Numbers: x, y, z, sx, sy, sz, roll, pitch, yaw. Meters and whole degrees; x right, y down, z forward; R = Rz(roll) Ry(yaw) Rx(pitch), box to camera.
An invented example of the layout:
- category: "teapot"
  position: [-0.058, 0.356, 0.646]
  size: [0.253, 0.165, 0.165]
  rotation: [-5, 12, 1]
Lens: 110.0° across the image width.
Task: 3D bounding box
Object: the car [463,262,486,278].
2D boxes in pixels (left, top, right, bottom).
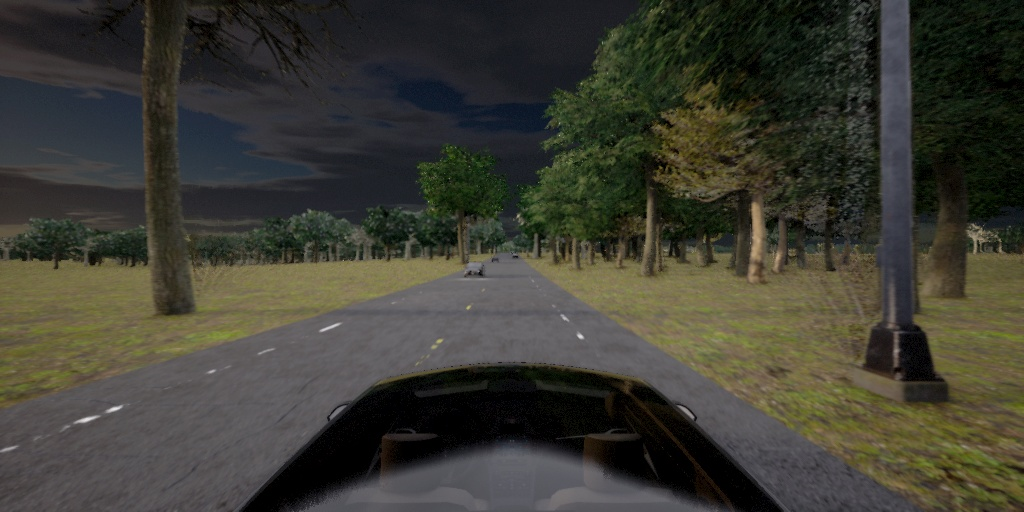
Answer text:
- category: "car"
  position: [-3.588, 1.320, 35.156]
  size: [1.837, 1.490, 4.892]
  rotation: [0, 0, 0]
